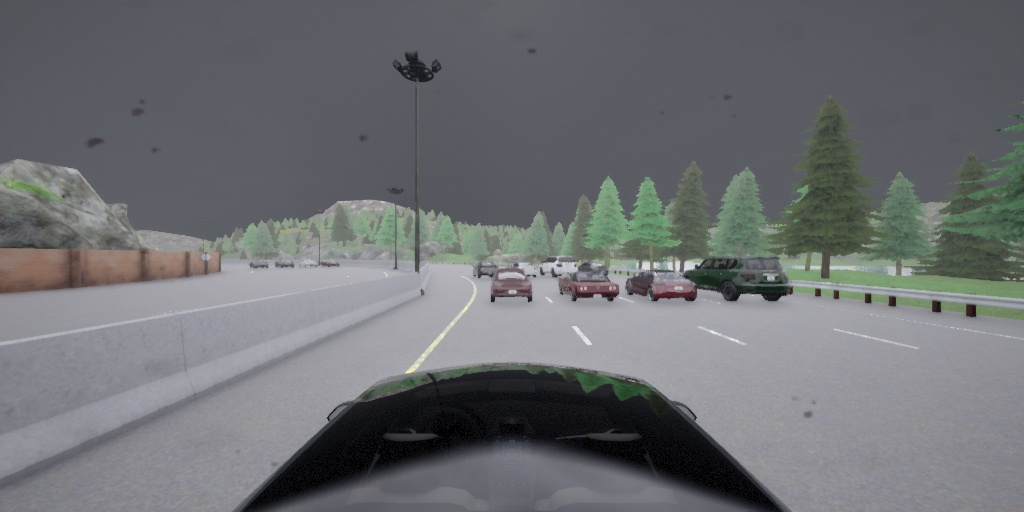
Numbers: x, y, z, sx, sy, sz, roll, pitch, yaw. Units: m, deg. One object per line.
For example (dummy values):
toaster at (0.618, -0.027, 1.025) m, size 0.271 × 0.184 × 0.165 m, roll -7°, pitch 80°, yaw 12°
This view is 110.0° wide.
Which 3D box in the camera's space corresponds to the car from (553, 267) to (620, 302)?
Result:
car at (3.412, 1.363, 16.928) m, size 1.895 × 1.301 × 4.718 m, roll 0°, pitch 0°, yaw -3°

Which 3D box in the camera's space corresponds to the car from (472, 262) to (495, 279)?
car at (-2.424, 1.243, 32.599) m, size 2.128 × 1.511 × 4.902 m, roll 0°, pitch 0°, yaw -14°

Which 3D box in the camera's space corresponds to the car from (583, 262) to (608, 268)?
car at (7.756, 1.281, 35.171) m, size 1.812 × 1.442 × 4.674 m, roll 0°, pitch 0°, yaw -14°

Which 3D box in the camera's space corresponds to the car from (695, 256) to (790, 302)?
car at (10.405, 1.005, 17.247) m, size 2.150 × 2.045 × 5.566 m, roll 0°, pitch 0°, yaw -3°

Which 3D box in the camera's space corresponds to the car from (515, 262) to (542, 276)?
car at (0.969, 1.280, 33.456) m, size 1.812 × 1.442 × 4.674 m, roll 0°, pitch 0°, yaw -14°

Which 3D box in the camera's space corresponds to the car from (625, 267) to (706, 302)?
car at (6.910, 1.320, 17.057) m, size 1.994 × 1.385 × 4.181 m, roll 0°, pitch 0°, yaw -3°

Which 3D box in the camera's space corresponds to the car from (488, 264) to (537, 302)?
car at (-0.083, 1.280, 16.738) m, size 1.812 × 1.442 × 4.674 m, roll 0°, pitch 0°, yaw -3°

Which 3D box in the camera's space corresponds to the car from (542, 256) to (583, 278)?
car at (4.355, 1.005, 34.343) m, size 2.150 × 2.045 × 5.566 m, roll 0°, pitch 0°, yaw -14°
